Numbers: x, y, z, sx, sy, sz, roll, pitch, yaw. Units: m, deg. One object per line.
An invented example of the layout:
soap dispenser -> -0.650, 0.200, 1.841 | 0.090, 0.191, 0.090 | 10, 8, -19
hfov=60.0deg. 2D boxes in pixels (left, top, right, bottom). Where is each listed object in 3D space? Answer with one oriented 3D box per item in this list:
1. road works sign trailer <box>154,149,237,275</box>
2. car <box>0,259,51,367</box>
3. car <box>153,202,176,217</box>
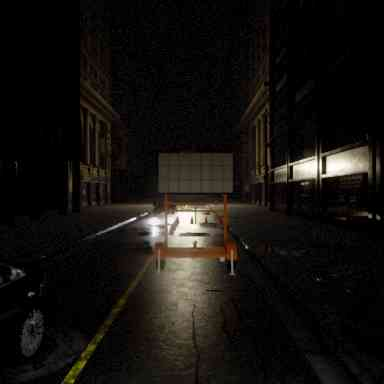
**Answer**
road works sign trailer -> 0.114, 0.466, 10.413 | 2.380, 3.560, 2.880 | 0, 0, 1
car -> -3.076, 1.492, 3.130 | 2.128, 1.511, 4.902 | 0, 0, 1
car -> -2.623, 1.610, 32.155 | 1.895, 1.301, 4.718 | 0, 0, 1
